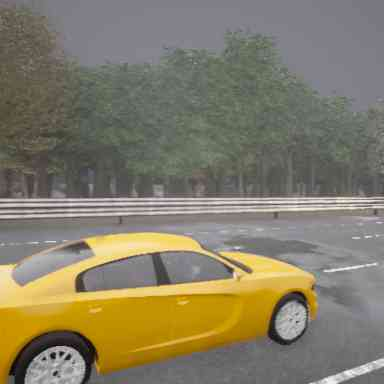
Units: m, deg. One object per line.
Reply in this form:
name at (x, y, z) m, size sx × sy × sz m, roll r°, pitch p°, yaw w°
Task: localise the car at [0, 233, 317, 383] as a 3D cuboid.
car at (-0.463, 1.337, 4.710) m, size 5.008 × 1.535 × 1.882 m, roll 0°, pitch 2°, yaw -27°
